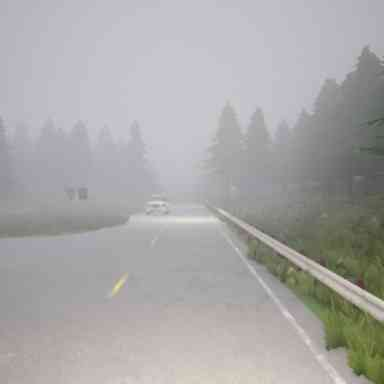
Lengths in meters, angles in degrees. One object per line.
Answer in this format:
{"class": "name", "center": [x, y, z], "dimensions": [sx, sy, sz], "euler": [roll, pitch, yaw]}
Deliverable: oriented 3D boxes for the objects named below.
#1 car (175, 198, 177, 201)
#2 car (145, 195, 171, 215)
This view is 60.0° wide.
{"class": "car", "center": [-3.497, 1.447, 59.749], "dimensions": [2.128, 1.511, 4.902], "euler": [0, 0, 0]}
{"class": "car", "center": [-3.498, 1.302, 34.678], "dimensions": [2.150, 2.045, 5.566], "euler": [0, 0, 0]}
